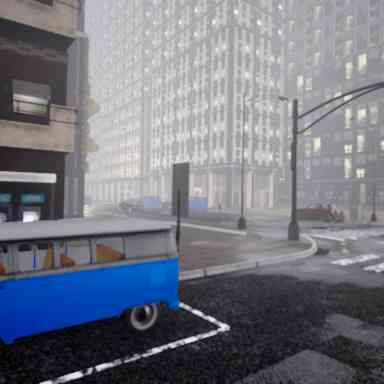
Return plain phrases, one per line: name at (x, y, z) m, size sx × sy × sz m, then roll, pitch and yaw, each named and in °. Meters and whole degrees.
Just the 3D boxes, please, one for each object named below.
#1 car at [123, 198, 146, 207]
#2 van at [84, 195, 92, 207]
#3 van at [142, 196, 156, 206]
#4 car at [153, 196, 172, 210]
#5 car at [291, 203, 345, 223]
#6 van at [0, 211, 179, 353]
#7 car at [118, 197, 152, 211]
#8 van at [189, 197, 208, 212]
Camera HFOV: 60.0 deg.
car at (-9.506, 1.686, 54.677) m, size 1.947 × 1.339 × 4.313 m, roll 2°, pitch -1°, yaw -35°
van at (-16.333, 1.262, 49.830) m, size 1.690 × 1.788 × 3.998 m, roll 2°, pitch -1°, yaw -35°
van at (-6.231, 1.467, 50.075) m, size 1.690 × 1.788 × 3.998 m, roll 2°, pitch -1°, yaw -35°
car at (-2.966, 1.683, 45.466) m, size 2.008 × 1.369 × 4.403 m, roll 2°, pitch -1°, yaw -35°
car at (10.117, 1.604, 27.044) m, size 1.967 × 1.590 × 4.097 m, roll 2°, pitch -1°, yaw -35°
van at (-2.115, 1.346, 5.197) m, size 3.998 × 1.788 × 1.690 m, roll 0°, pitch 1°, yaw -35°
car at (-6.527, 1.492, 36.010) m, size 2.008 × 1.369 × 4.403 m, roll 2°, pitch -1°, yaw -35°
van at (0.309, 1.481, 40.863) m, size 1.690 × 1.788 × 3.998 m, roll 2°, pitch -1°, yaw -35°
